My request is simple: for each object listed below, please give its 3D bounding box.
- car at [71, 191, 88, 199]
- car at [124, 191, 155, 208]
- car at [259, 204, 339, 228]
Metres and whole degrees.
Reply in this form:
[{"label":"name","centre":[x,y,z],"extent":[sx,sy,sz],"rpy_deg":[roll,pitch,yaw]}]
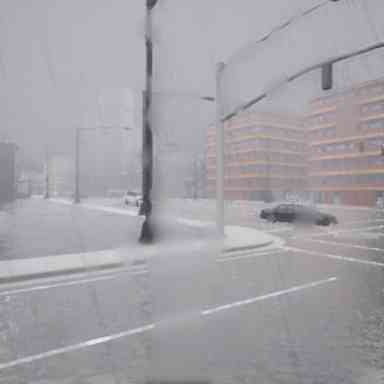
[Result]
[{"label":"car","centre":[-21.730,0.569,64.319],"extent":[2.097,1.767,4.553],"rpy_deg":[0,0,-34]},{"label":"car","centre":[-6.819,0.853,42.498],"extent":[2.150,2.045,5.566],"rpy_deg":[0,1,-34]},{"label":"car","centre":[6.958,1.535,22.311],"extent":[2.033,1.411,5.357],"rpy_deg":[0,1,-34]}]
